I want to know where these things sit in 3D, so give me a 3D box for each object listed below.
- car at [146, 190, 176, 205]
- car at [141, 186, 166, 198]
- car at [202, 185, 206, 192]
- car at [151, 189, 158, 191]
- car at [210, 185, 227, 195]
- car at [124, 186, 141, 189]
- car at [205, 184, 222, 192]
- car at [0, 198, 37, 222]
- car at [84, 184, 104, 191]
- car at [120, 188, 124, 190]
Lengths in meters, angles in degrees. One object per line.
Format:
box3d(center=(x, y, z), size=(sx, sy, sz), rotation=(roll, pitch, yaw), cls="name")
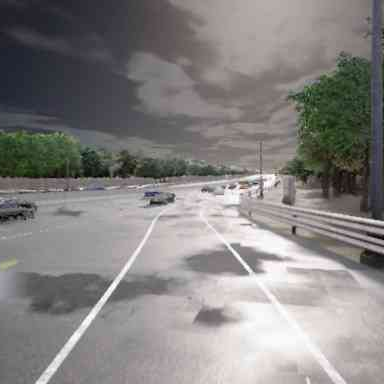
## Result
box3d(center=(-3.574, 0.820, 40.686), size=(1.994, 1.385, 4.181), rotation=(1, 2, 17), cls="car")
box3d(center=(-6.245, 0.240, 55.684), size=(1.882, 1.535, 5.008), rotation=(1, 2, 17), cls="car")
box3d(center=(4.284, -1.035, 90.016), size=(2.097, 1.767, 4.553), rotation=(1, 2, 17), cls="car")
box3d(center=(-4.071, 0.523, 50.886), size=(1.895, 1.301, 4.718), rotation=(1, 2, 17), cls="car")
box3d(center=(5.884, -0.203, 71.249), size=(1.812, 1.442, 4.674), rotation=(1, 2, 17), cls="car")
box3d(center=(-12.097, -0.265, 72.303), size=(2.128, 1.511, 4.902), rotation=(1, 2, 17), cls="car")
box3d(center=(5.558, -0.552, 82.168), size=(2.033, 1.411, 5.357), rotation=(1, 2, 17), cls="car")
box3d(center=(-12.824, 1.392, 22.589), size=(1.994, 1.385, 4.181), rotation=(1, 2, 17), cls="car")
box3d(center=(-22.159, -0.679, 75.292), size=(2.150, 2.045, 5.566), rotation=(1, 2, 17), cls="car")
box3d(center=(-17.525, -0.865, 90.466), size=(2.033, 1.411, 5.357), rotation=(1, 2, 17), cls="car")
